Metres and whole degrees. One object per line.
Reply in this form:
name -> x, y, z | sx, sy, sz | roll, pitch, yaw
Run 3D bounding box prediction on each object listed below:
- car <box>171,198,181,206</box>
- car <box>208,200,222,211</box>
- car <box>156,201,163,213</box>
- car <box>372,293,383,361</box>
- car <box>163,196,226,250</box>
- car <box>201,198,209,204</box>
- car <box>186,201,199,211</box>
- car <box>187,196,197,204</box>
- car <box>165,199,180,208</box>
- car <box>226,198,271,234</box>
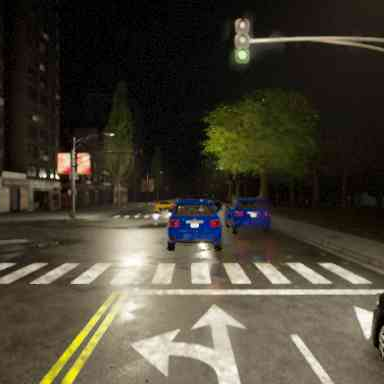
car -> -3.250, 2.049, 68.382 | 1.882, 1.535, 5.008 | 0, -1, 0
car -> 3.351, 1.898, 49.284 | 1.837, 1.490, 4.892 | 0, 0, 0
car -> -3.325, 1.807, 41.497 | 1.882, 1.535, 5.008 | 0, 0, 2
car -> 3.348, 1.513, 2.561 | 2.128, 1.511, 4.902 | 0, 0, 0
car -> 0.101, 1.345, 14.995 | 2.150, 2.045, 5.566 | 0, 0, 0
car -> 3.252, 2.239, 81.873 | 1.812, 1.442, 4.674 | 0, -1, 0
car -> 0.101, 1.991, 48.928 | 1.895, 1.301, 4.718 | 0, 0, 0
car -> 0.001, 1.941, 81.940 | 2.150, 2.045, 5.566 | 0, -1, 0
car -> -3.281, 2.009, 56.924 | 2.033, 1.411, 5.357 | 0, -1, 1
car -> 3.350, 1.387, 20.723 | 2.150, 2.045, 5.566 | 0, 0, 0
